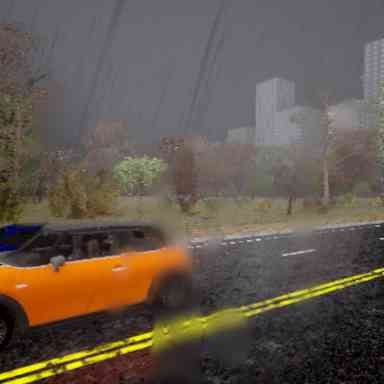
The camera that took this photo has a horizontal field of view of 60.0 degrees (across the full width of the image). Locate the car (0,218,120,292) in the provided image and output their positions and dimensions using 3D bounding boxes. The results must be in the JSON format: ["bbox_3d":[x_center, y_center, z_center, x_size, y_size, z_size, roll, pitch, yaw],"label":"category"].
[{"bbox_3d":[-4.403,1.536,8.528,4.674,1.442,1.812,0,0,-36],"label":"car"}]

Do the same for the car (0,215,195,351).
[{"bbox_3d":[-2.233,1.360,6.083,4.553,1.767,2.097,0,0,-35],"label":"car"}]
